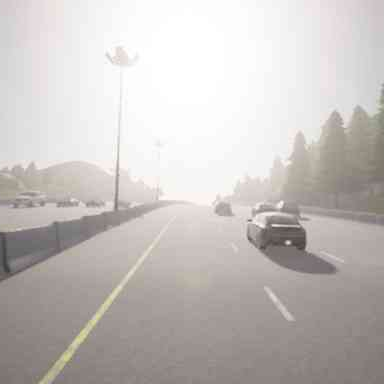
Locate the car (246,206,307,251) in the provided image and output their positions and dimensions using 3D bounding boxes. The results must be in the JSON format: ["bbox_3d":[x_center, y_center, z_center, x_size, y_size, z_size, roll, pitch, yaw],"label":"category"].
[{"bbox_3d":[3.688,1.675,15.120,1.837,1.490,4.892,2,0,0],"label":"car"}]

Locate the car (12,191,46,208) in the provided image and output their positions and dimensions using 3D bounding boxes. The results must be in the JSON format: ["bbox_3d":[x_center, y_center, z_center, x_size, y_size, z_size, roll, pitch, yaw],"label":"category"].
[{"bbox_3d":[-20.894,0.897,42.926,2.150,2.045,5.566,2,0,1],"label":"car"}]

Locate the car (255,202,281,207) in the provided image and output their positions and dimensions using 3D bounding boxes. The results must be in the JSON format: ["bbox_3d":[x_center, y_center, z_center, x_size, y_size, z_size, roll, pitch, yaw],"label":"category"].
[{"bbox_3d":[7.223,1.859,33.860,1.837,1.490,4.892,2,0,0],"label":"car"}]

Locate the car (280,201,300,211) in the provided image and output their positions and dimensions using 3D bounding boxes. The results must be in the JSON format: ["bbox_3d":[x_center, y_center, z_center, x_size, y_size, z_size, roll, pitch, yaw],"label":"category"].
[{"bbox_3d":[10.734,1.827,38.161,2.097,1.767,4.553,2,0,0],"label":"car"}]

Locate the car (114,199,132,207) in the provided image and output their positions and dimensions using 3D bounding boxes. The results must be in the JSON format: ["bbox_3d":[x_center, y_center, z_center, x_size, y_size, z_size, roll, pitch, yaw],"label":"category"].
[{"bbox_3d":[-10.380,1.642,50.333,1.895,1.301,4.718,2,-1,1],"label":"car"}]

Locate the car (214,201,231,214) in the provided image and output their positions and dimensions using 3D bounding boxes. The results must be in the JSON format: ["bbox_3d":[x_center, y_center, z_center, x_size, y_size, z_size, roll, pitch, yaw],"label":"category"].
[{"bbox_3d":[3.739,1.793,41.141,1.882,1.535,5.008,2,0,0],"label":"car"}]

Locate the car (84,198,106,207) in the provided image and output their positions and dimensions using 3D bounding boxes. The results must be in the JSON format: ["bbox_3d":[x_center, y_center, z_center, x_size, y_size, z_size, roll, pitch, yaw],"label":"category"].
[{"bbox_3d":[-13.891,1.517,47.755,1.895,1.301,4.718,2,-1,1],"label":"car"}]

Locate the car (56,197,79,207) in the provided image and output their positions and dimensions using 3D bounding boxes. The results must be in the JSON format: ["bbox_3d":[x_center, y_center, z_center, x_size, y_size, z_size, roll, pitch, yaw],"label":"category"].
[{"bbox_3d":[-17.395,1.374,46.635,1.994,1.385,4.181,2,-1,1],"label":"car"}]
